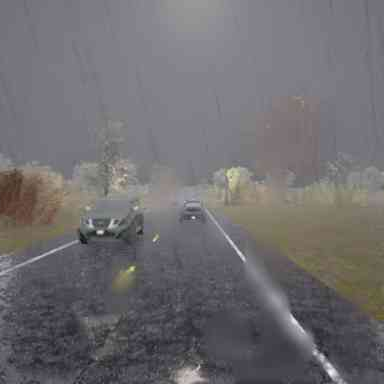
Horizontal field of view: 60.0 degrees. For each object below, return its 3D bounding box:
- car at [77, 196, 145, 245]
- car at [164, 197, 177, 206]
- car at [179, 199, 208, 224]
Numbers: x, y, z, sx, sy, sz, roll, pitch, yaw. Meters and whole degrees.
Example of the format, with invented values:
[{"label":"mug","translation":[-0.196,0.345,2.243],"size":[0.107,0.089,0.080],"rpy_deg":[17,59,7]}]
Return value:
[{"label":"car","translation":[-3.604,1.220,15.856],"size":[2.150,2.045,5.566],"rpy_deg":[0,0,0]},{"label":"car","translation":[-3.569,1.547,55.318],"size":[1.994,1.385,4.181],"rpy_deg":[0,0,0]},{"label":"car","translation":[0.095,1.503,25.099],"size":[1.837,1.490,4.892],"rpy_deg":[0,0,0]}]
